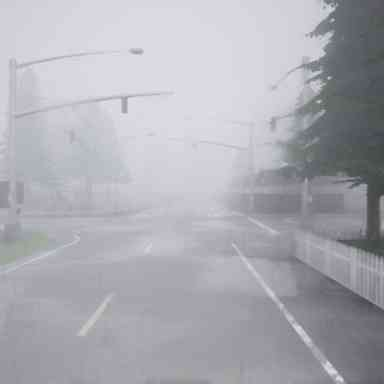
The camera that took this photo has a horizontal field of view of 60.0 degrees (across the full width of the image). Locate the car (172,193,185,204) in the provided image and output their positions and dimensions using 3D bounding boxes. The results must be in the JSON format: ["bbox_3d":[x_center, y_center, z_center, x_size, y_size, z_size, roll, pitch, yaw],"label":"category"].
[{"bbox_3d":[-2.995,1.236,65.036,2.150,2.045,5.566,0,0,18],"label":"car"}]

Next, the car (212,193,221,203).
[{"bbox_3d":[6.921,1.236,70.703,5.566,2.045,2.150,0,0,-22],"label":"car"}]

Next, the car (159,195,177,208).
[{"bbox_3d":[-3.581,1.581,47.658,1.994,1.385,4.181,0,0,0],"label":"car"}]
